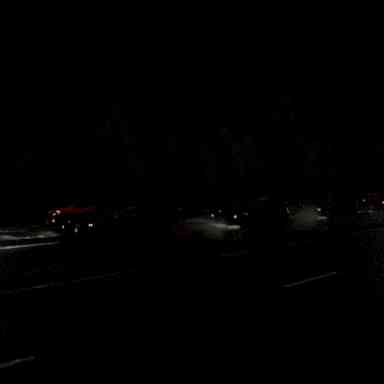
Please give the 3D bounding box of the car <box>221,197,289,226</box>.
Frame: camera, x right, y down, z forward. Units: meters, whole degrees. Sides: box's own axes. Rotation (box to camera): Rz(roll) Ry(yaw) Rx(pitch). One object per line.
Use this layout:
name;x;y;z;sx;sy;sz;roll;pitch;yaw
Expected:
car;4.220;1.261;21.050;4.181;1.385;1.994;-1;1;-35

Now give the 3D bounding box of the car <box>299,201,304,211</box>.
car;11.886;0.972;30.712;4.892;1.490;1.837;-1;1;-35

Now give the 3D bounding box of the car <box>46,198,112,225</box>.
car;-7.034;1.219;21.667;4.553;1.767;2.097;-1;1;-35

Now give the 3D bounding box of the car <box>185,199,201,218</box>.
car;0.016;1.263;26.652;4.181;1.385;1.994;-1;1;-35

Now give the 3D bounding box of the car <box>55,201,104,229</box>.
car;-4.635;1.405;19.121;5.357;1.411;2.033;-1;1;-35

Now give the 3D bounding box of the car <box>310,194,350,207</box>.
car;15.600;0.932;37.559;4.718;1.301;1.895;-1;1;-35

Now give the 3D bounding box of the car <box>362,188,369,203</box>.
car;20.401;0.487;36.653;5.566;2.045;2.150;-1;1;-35

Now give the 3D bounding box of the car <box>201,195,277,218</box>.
car;3.608;1.210;24.905;5.357;1.411;2.033;-1;1;-35

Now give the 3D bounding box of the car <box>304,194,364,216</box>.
car;11.094;1.098;25.892;4.181;1.385;1.994;-1;1;-35

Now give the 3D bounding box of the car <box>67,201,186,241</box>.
car;-3.050;1.361;15.911;4.902;1.511;2.128;-1;1;-35

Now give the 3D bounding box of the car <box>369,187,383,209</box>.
car;19.687;0.552;31.878;5.566;2.045;2.150;-1;1;-35
